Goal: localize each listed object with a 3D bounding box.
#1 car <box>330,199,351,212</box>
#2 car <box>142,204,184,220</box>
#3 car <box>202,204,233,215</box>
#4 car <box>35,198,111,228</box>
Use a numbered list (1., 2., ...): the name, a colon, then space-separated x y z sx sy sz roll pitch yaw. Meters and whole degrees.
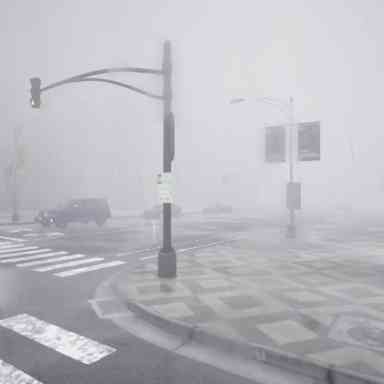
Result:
1. car: 24.540 2.382 54.106 2.128 1.511 4.902 0 -1 35
2. car: -2.777 1.890 32.659 1.837 1.490 4.892 0 -1 36
3. car: 3.151 2.136 41.040 1.895 1.301 4.718 0 -1 35
4. car: -8.550 1.462 24.492 2.150 2.045 5.566 0 -1 35
